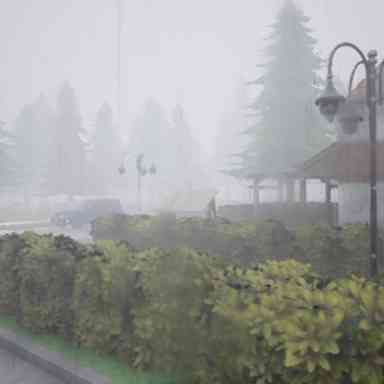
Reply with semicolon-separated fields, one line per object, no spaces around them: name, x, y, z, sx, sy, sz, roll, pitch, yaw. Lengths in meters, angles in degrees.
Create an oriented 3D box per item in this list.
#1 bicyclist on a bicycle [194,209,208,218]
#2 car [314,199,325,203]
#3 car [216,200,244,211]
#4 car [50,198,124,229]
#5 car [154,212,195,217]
bicyclist on a bicycle;0.607;1.555;23.510;1.656;1.620;0.582;-1;0;36
car;20.353;1.822;52.084;4.181;1.385;1.994;0;0;-41
car;4.721;1.794;41.253;2.128;1.511;4.902;-1;0;40
car;-7.628;1.528;24.850;2.150;2.045;5.566;0;0;36
car;-1.658;1.658;33.042;2.097;1.767;4.553;-1;0;37
